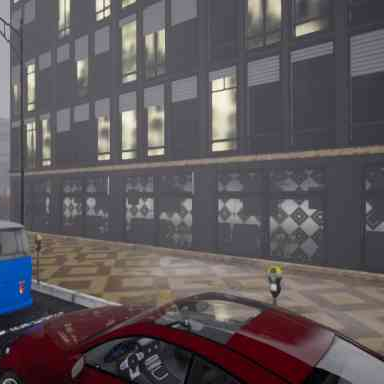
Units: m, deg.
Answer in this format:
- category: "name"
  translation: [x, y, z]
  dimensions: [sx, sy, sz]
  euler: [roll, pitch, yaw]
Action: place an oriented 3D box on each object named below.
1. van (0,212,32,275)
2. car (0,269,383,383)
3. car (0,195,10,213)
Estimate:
- category: "van"
  translation: [-4.633, 1.342, 6.138]
  dimensions: [3.998, 1.788, 1.690]
  euler: [0, 0, 35]
- category: "car"
  translation: [0.000, 1.582, 2.836]
  dimensions: [4.206, 1.307, 1.802]
  euler: [0, 0, 35]
- category: "car"
  translation: [-14.535, 1.357, 28.246]
  dimensions: [2.192, 1.841, 5.009]
  euler: [-1, -1, 35]
